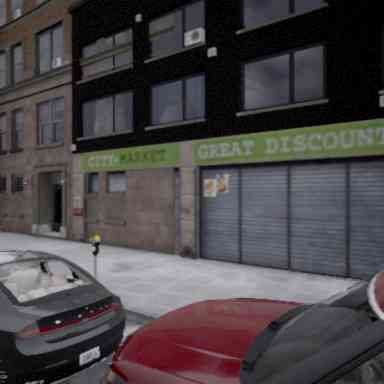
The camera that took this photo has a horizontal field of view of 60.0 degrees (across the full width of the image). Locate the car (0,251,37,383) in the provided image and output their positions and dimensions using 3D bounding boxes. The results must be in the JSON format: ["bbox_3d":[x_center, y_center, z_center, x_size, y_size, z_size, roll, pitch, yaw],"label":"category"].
[{"bbox_3d":[-2.898,1.558,4.915,4.403,1.369,2.008,0,0,35],"label":"car"}]

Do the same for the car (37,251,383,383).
[{"bbox_3d":[1.651,1.314,1.674,5.009,1.841,2.192,0,0,35],"label":"car"}]
